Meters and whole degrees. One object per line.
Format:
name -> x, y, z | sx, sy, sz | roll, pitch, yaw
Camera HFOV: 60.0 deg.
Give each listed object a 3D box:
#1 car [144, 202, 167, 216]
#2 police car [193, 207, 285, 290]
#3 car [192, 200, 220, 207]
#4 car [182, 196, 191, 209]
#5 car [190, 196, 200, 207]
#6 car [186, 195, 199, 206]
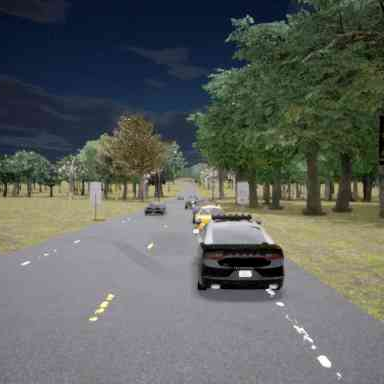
car -> -3.544, 1.622, 32.801 | 1.895, 1.301, 4.718 | 0, 0, 0
police car -> 1.064, 1.424, 9.192 | 1.930, 1.638, 5.238 | 0, 0, 0
car -> 1.083, 1.460, 19.275 | 1.801, 1.575, 5.366 | 0, 0, 0
car -> 0.109, 1.416, 46.029 | 2.097, 1.767, 4.553 | 0, 0, 1
car -> 1.091, 1.361, 25.061 | 2.097, 1.767, 4.553 | 0, 0, 0
car -> 0.104, 1.480, 58.606 | 2.097, 1.767, 4.553 | 0, 0, 0
